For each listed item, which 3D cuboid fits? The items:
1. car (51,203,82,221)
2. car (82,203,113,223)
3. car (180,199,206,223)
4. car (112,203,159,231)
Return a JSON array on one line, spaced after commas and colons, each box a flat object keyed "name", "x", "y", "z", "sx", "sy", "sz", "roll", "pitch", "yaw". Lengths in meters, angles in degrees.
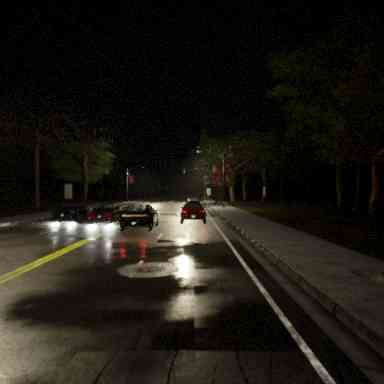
[{"name": "car", "x": -9.806, "y": 1.566, "z": 27.155, "sx": 1.994, "sy": 1.385, "sz": 4.181, "roll": 0, "pitch": 0, "yaw": 1}, {"name": "car", "x": -6.566, "y": 1.565, "z": 25.573, "sx": 1.994, "sy": 1.385, "sz": 4.181, "roll": 0, "pitch": 0, "yaw": 0}, {"name": "car", "x": 0.092, "y": 1.527, "z": 25.462, "sx": 1.812, "sy": 1.442, "sz": 4.674, "roll": 0, "pitch": 0, "yaw": 0}, {"name": "car", "x": -3.156, "y": 1.492, "z": 20.497, "sx": 2.128, "sy": 1.511, "sz": 4.902, "roll": 0, "pitch": 0, "yaw": 0}]
